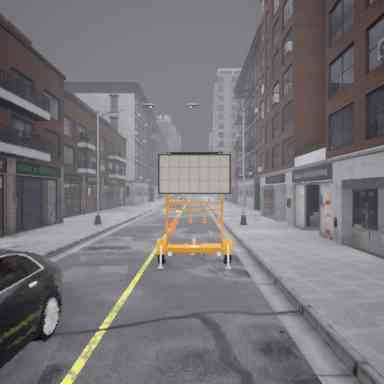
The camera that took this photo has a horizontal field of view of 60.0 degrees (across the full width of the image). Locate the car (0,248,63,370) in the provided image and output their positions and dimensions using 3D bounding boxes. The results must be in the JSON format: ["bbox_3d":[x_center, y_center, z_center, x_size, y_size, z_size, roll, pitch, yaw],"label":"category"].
[{"bbox_3d":[-3.073,1.504,3.711,1.837,1.490,4.892,0,0,0],"label":"car"}]

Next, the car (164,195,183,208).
[{"bbox_3d":[-2.739,1.330,46.791,2.097,1.767,4.553,0,0,0],"label":"car"}]

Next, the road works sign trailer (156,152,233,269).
[{"bbox_3d":[0.084,0.463,11.170,2.380,3.560,2.880,0,0,0],"label":"road works sign trailer"}]

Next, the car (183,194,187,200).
[{"bbox_3d":[-2.326,1.437,87.689,1.837,1.490,4.892,0,0,0],"label":"car"}]
